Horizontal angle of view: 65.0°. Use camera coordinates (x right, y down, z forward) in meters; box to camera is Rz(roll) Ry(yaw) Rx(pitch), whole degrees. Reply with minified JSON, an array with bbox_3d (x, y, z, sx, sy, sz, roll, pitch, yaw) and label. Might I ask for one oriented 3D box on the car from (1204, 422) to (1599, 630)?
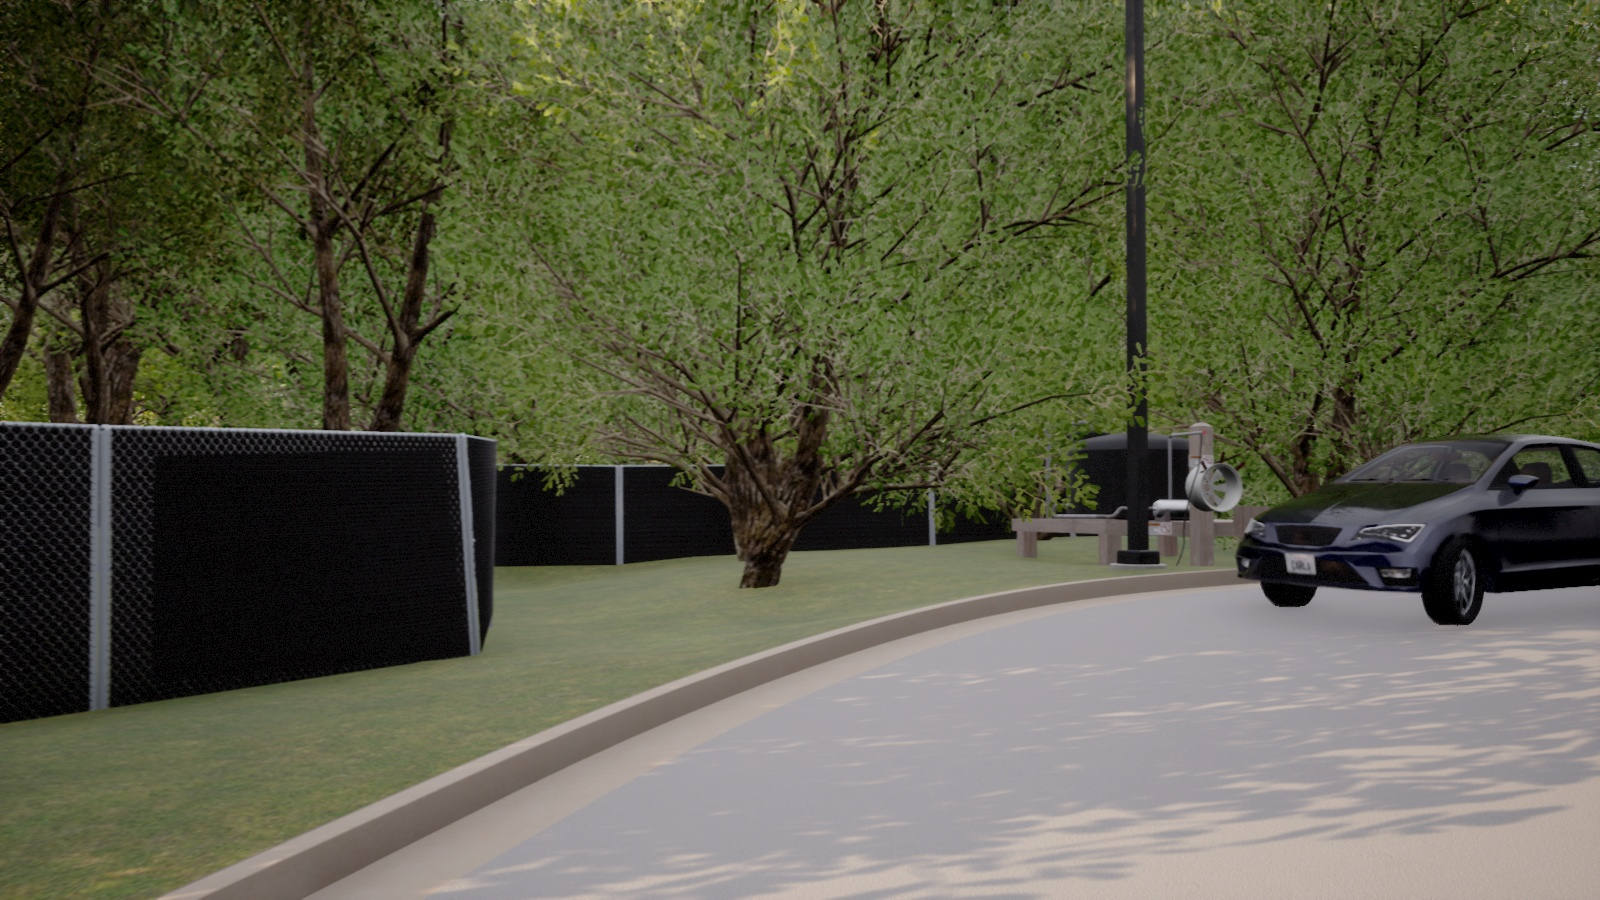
[{"bbox_3d":[5.669,0.562,10.737,4.193,1.474,1.816,0,-1,-29],"label":"car"}]
